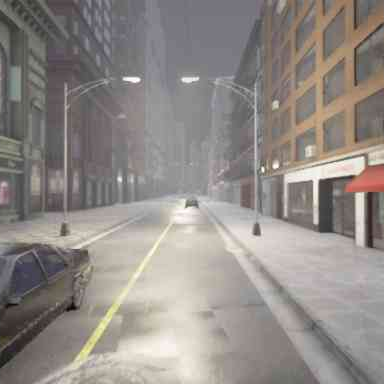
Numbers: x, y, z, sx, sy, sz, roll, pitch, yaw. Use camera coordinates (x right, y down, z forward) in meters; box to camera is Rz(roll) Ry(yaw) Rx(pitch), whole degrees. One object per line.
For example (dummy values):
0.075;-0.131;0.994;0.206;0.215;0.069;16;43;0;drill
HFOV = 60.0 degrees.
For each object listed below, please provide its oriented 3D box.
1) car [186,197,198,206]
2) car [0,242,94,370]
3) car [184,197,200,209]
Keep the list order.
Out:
0.005;1.583;55.902;2.033;1.411;5.357;0;0;0;car
-3.058;1.548;5.025;2.033;1.411;5.357;0;0;0;car
0.004;1.531;45.479;1.837;1.490;4.892;0;0;0;car
